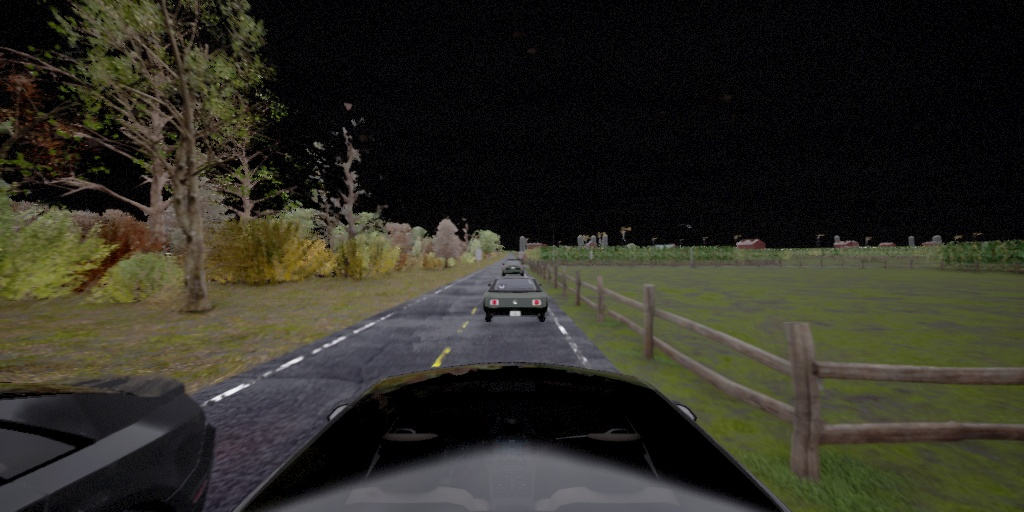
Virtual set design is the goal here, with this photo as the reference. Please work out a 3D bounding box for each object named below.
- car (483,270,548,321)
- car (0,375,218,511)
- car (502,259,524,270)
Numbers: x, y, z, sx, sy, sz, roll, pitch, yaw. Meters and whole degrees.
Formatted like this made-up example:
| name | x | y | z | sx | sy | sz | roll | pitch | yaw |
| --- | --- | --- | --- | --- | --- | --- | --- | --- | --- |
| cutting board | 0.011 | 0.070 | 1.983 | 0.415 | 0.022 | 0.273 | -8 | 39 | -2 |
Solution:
| name | x | y | z | sx | sy | sz | roll | pitch | yaw |
| --- | --- | --- | --- | --- | --- | --- | --- | --- | --- |
| car | 0.100 | 1.351 | 12.423 | 1.895 | 1.301 | 4.718 | 0 | 0 | 0 |
| car | -2.851 | 1.255 | 0.323 | 1.837 | 1.490 | 4.892 | 0 | 0 | 0 |
| car | 0.098 | 1.092 | 34.931 | 2.097 | 1.767 | 4.553 | 0 | 0 | 0 |
